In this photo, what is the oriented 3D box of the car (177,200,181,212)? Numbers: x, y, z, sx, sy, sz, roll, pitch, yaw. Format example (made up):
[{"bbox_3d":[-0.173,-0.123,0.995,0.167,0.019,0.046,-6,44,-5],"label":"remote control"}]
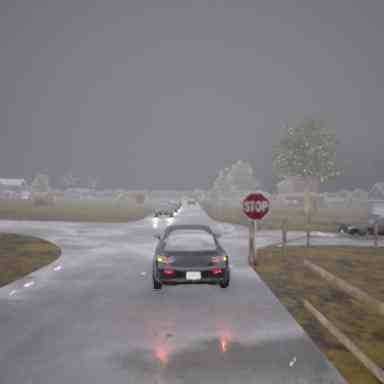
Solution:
[{"bbox_3d":[-2.917,2.056,45.019,1.994,1.385,4.181,0,-1,0],"label":"car"}]

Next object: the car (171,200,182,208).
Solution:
[{"bbox_3d":[-2.892,2.325,64.707,1.895,1.301,4.718,0,-1,0],"label":"car"}]

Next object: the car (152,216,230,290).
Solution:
[{"bbox_3d":[-0.106,1.627,9.326,1.812,1.442,4.674,0,-1,-3],"label":"car"}]

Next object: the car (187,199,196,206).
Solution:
[{"bbox_3d":[-0.132,2.351,77.197,1.882,1.535,5.008,0,-1,0],"label":"car"}]

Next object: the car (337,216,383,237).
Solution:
[{"bbox_3d":[12.707,2.334,22.316,5.357,1.411,2.033,2,-1,-2],"label":"car"}]

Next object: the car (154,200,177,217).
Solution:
[{"bbox_3d":[-2.909,1.896,35.876,1.837,1.490,4.892,0,-1,0],"label":"car"}]
